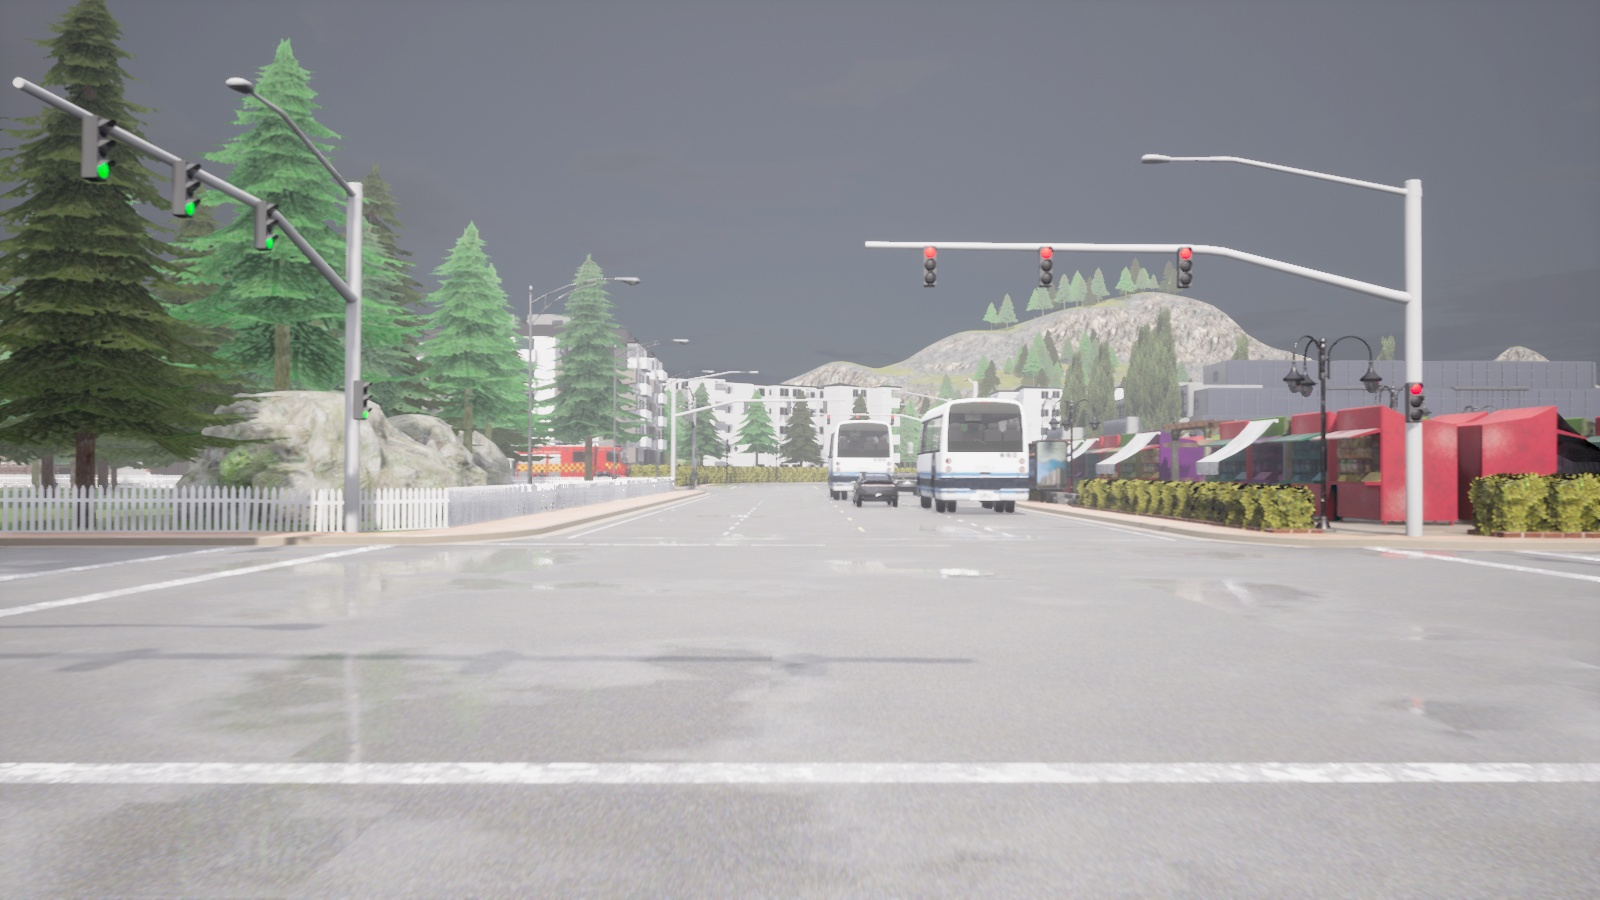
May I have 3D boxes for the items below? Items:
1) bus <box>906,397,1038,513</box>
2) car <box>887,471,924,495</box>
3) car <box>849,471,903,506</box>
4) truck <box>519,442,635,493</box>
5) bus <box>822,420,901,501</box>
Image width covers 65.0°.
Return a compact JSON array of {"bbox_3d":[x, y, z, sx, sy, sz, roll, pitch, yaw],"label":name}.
[{"bbox_3d":[6.720,0.267,51.100,3.944,4.253,10.273,0,-1,0],"label":"bus"},{"bbox_3d":[6.794,2.100,81.565,2.007,1.525,4.514,0,-1,0],"label":"car"},{"bbox_3d":[3.357,1.702,56.402,2.128,1.511,4.902,0,-1,0],"label":"car"},{"bbox_3d":[-17.168,1.344,97.035,8.468,3.827,2.891,0,-1,1],"label":"truck"},{"bbox_3d":[3.314,0.621,71.418,3.944,4.253,10.273,0,-1,0],"label":"bus"}]
